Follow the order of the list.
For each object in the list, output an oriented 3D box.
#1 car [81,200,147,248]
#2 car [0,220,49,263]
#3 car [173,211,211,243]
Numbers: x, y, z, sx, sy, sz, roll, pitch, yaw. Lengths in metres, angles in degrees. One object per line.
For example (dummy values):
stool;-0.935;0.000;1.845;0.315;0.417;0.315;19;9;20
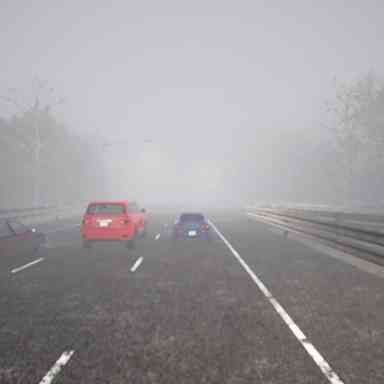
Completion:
car;-3.497;1.389;15.759;2.150;2.045;5.566;0;-1;-1
car;-6.957;1.671;11.632;2.033;1.411;5.357;0;-1;0
car;-0.017;1.708;17.249;1.812;1.442;4.674;0;-1;-1
